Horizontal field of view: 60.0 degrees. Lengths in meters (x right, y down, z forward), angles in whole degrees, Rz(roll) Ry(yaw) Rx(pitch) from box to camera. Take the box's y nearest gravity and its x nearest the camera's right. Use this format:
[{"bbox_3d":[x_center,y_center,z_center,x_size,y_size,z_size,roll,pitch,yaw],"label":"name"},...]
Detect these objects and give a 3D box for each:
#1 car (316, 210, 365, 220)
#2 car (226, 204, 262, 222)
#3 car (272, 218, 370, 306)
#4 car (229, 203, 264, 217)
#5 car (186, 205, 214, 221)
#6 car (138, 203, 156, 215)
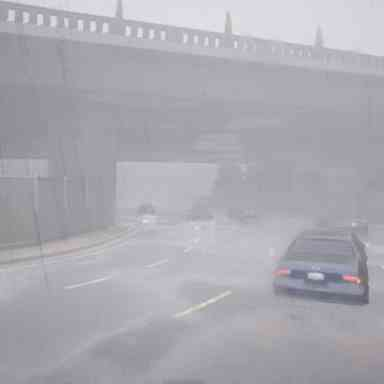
[{"bbox_3d":[9.104,1.806,20.609,1.994,1.385,4.181,-1,-1,1],"label":"car"},{"bbox_3d":[4.815,1.998,31.470,2.033,1.411,5.357,0,-1,-11],"label":"car"},{"bbox_3d":[3.440,1.654,8.498,2.033,1.411,5.357,-1,-1,26],"label":"car"},{"bbox_3d":[6.333,2.111,39.614,2.033,1.411,5.357,0,-1,-16],"label":"car"},{"bbox_3d":[0.698,2.037,32.891,1.812,1.442,4.674,0,-1,-14],"label":"car"},{"bbox_3d":[-5.954,2.231,43.616,2.128,1.511,4.902,0,-1,-17],"label":"car"}]
